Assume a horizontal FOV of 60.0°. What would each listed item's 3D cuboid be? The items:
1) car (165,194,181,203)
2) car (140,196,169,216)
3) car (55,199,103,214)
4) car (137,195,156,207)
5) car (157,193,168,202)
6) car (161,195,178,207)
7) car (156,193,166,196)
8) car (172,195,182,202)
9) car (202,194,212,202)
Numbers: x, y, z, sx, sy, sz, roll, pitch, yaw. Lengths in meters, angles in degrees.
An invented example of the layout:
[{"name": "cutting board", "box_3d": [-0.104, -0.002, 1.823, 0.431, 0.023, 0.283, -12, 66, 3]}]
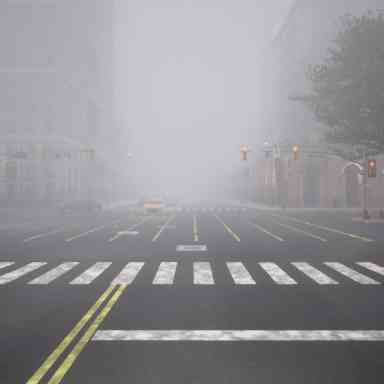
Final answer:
[{"name": "car", "box_3d": [-3.578, 1.351, 66.726, 2.097, 1.767, 4.553, 0, 0, 1]}, {"name": "car", "box_3d": [-3.652, 1.477, 33.030, 1.882, 1.535, 5.008, 0, 0, 0]}, {"name": "car", "box_3d": [-11.955, 1.505, 35.404, 4.892, 1.490, 1.837, 0, 2, -41]}, {"name": "car", "box_3d": [-7.175, 1.478, 51.207, 1.882, 1.535, 5.008, 0, 0, 0]}, {"name": "car", "box_3d": [-6.952, 1.224, 78.314, 2.150, 2.045, 5.566, 0, 0, 1]}, {"name": "car", "box_3d": [-3.671, 1.601, 51.415, 1.895, 1.301, 4.718, 0, 0, 0]}, {"name": "car", "box_3d": [-7.063, 1.351, 67.399, 2.097, 1.767, 4.553, 0, 0, 1]}, {"name": "car", "box_3d": [-3.462, 1.525, 77.165, 2.128, 1.511, 4.902, 0, 0, 1]}, {"name": "car", "box_3d": [3.548, 1.355, 78.333, 2.097, 1.767, 4.553, 0, 0, 1]}]
